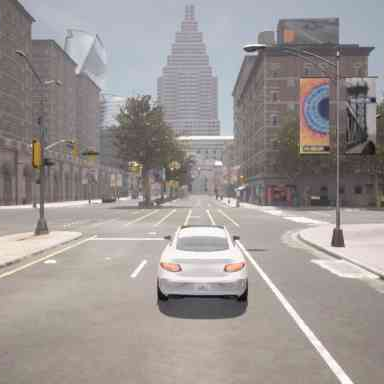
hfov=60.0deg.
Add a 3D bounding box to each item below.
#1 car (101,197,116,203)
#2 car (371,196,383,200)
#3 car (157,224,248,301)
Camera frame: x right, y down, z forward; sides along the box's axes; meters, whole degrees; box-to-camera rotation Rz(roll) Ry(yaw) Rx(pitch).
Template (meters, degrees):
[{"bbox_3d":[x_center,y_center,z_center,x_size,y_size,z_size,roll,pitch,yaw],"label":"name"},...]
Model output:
[{"bbox_3d":[-16.829,1.595,67.246,1.895,1.301,4.718,0,0,1],"label":"car"},{"bbox_3d":[35.883,1.481,67.520,2.231,1.521,4.892,0,0,1],"label":"car"},{"bbox_3d":[0.249,1.526,8.203,1.812,1.442,4.674,0,0,2],"label":"car"}]
